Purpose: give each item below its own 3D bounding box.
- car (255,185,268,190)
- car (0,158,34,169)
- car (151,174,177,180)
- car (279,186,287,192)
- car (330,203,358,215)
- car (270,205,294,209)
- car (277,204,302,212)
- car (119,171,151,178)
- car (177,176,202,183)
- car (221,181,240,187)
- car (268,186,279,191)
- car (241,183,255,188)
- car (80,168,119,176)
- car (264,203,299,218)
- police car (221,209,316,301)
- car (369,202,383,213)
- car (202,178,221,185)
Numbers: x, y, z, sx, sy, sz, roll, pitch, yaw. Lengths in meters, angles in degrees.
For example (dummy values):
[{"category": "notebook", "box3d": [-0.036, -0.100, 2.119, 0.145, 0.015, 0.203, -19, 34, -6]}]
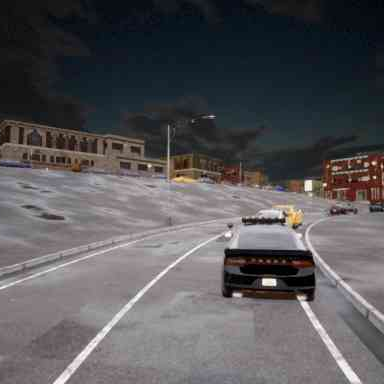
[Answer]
[{"category": "car", "box3d": [14.340, -0.850, 75.001, 2.231, 1.521, 4.892, -4, -6, 43]}, {"category": "car", "box3d": [-22.149, -3.298, 41.346, 4.553, 1.767, 2.185, 3, -5, -40]}, {"category": "car", "box3d": [-5.346, -2.212, 55.520, 4.674, 1.452, 2.002, 4, -5, -41]}, {"category": "car", "box3d": [21.716, -0.429, 83.483, 2.435, 2.045, 5.566, -3, -6, 40]}, {"category": "car", "box3d": [18.831, 2.074, 41.347, 4.674, 1.442, 1.812, 1, -4, -40]}, {"category": "car", "box3d": [4.252, 1.640, 17.742, 1.812, 1.442, 4.674, -1, -1, 19]}, {"category": "car", "box3d": [6.428, 1.662, 23.041, 1.882, 1.535, 5.008, -2, -2, 25]}, {"category": "car", "box3d": [-9.528, -2.508, 51.886, 4.892, 1.521, 2.231, 3, -5, -40]}, {"category": "car", "box3d": [-1.242, -1.985, 59.248, 5.008, 1.535, 2.097, 4, -6, -42]}, {"category": "car", "box3d": [6.821, -1.393, 67.072, 4.792, 1.488, 2.163, 4, -6, -45]}, {"category": "car", "box3d": [18.075, -0.653, 79.219, 2.185, 1.767, 4.553, -4, -6, 41]}, {"category": "car", "box3d": [10.657, -1.098, 71.030, 2.002, 1.452, 4.674, -4, -6, 44]}, {"category": "car", "box3d": [-13.756, -2.739, 48.345, 4.892, 1.521, 2.231, 3, -5, -40]}, {"category": "car", "box3d": [9.970, 2.060, 36.695, 1.837, 1.490, 4.892, -4, -3, 39]}, {"category": "police car", "box3d": [1.852, 1.456, 8.617, 1.930, 1.638, 5.238, -1, 0, 10]}, {"category": "car", "box3d": [27.904, 2.253, 49.009, 4.902, 1.511, 2.128, 2, -4, -39]}, {"category": "car", "box3d": [2.763, -1.838, 63.052, 4.553, 1.767, 2.185, 4, -6, -43]}]
